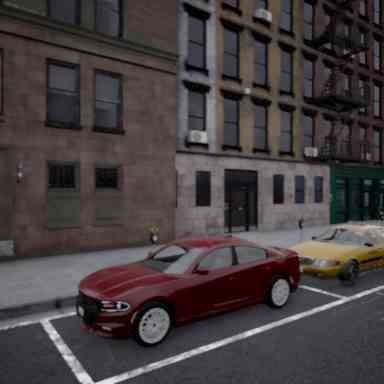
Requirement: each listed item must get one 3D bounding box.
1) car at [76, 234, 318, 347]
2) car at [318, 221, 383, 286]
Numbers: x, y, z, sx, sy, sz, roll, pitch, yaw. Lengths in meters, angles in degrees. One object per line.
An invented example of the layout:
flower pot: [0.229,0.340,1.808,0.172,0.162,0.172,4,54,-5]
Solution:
car: [0.166,1.545,6.307,4.507,1.381,1.887,0,0,-36]
car: [4.519,1.526,9.413,4.829,1.417,1.752,0,0,-36]
